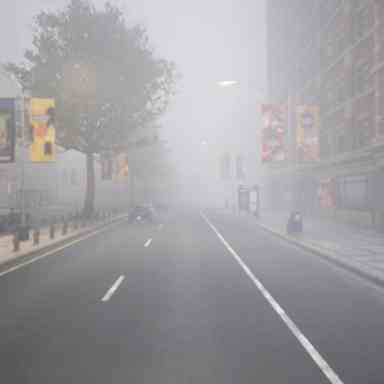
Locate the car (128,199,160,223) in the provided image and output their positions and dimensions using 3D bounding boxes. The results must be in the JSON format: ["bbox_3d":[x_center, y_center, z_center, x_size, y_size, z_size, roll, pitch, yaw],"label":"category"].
[{"bbox_3d":[-3.942,1.631,26.946,1.837,1.490,4.892,0,0,-1],"label":"car"}]

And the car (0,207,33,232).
[{"bbox_3d":[-11.930,1.691,21.294,1.812,1.442,4.674,0,0,-1],"label":"car"}]

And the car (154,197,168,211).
[{"bbox_3d":[-4.214,1.534,43.140,2.097,1.767,4.553,0,0,-1],"label":"car"}]
